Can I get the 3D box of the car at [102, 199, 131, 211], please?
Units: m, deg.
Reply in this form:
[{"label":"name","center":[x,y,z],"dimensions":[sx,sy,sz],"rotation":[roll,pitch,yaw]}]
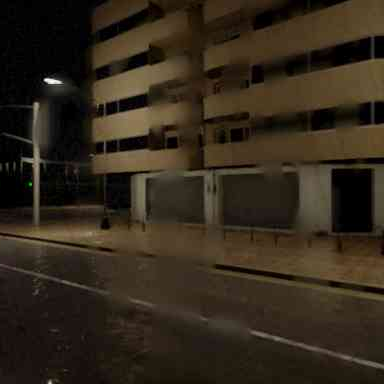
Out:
[{"label":"car","center":[-9.228,1.644,43.888],"dimensions":[2.033,1.411,5.357],"rotation":[0,0,37]}]
